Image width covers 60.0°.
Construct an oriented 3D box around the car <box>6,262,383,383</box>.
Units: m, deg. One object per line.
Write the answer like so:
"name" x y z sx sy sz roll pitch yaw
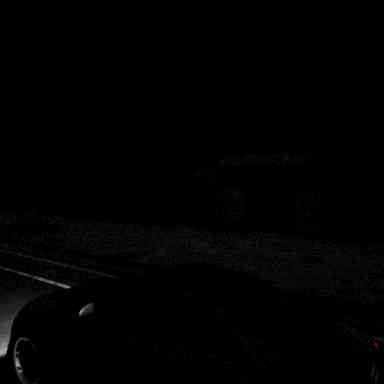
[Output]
"car" -0.227 1.537 3.725 4.181 1.385 1.994 1 0 36
